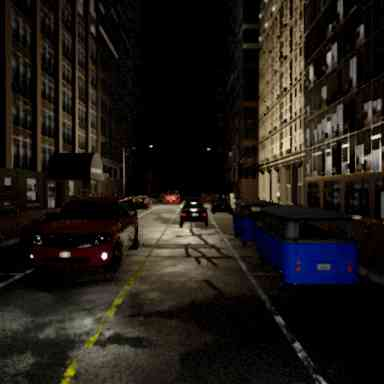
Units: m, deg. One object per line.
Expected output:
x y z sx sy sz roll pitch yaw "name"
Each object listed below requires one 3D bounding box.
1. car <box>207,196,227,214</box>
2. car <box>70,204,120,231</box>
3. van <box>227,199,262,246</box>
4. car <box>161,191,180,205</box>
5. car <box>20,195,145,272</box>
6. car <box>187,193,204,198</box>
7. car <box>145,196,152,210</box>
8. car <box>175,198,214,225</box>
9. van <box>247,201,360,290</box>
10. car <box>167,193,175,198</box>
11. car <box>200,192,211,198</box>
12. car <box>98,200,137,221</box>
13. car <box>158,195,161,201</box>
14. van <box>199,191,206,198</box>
2.721 1.349 31.443 1.947 1.339 4.313 0 0 0 "car"
-5.671 1.447 20.055 1.802 1.307 4.206 0 0 0 "car"
2.703 1.245 14.346 1.690 1.788 3.998 0 0 0 "van"
-3.031 0.866 50.313 2.150 2.045 5.566 0 0 0 "car"
-3.091 1.149 10.860 2.150 2.045 5.566 0 0 0 "car"
0.141 1.194 40.421 1.882 1.535 5.008 0 0 0 "car"
-5.654 1.181 37.149 1.967 1.590 4.097 0 0 0 "car"
0.123 1.395 22.422 2.033 1.411 5.357 0 0 0 "car"
2.697 1.283 8.646 1.690 1.788 3.998 0 0 0 "van"
-5.600 0.891 88.442 1.947 1.339 4.313 0 1 0 "car"
2.750 1.118 59.931 1.887 1.381 4.507 0 0 0 "car"
-5.665 1.375 25.752 2.008 1.369 4.403 0 0 0 "car"
-5.625 1.082 65.638 2.008 1.369 4.403 0 0 0 "car"
2.782 0.666 88.432 1.690 1.788 3.998 0 1 0 "van"
